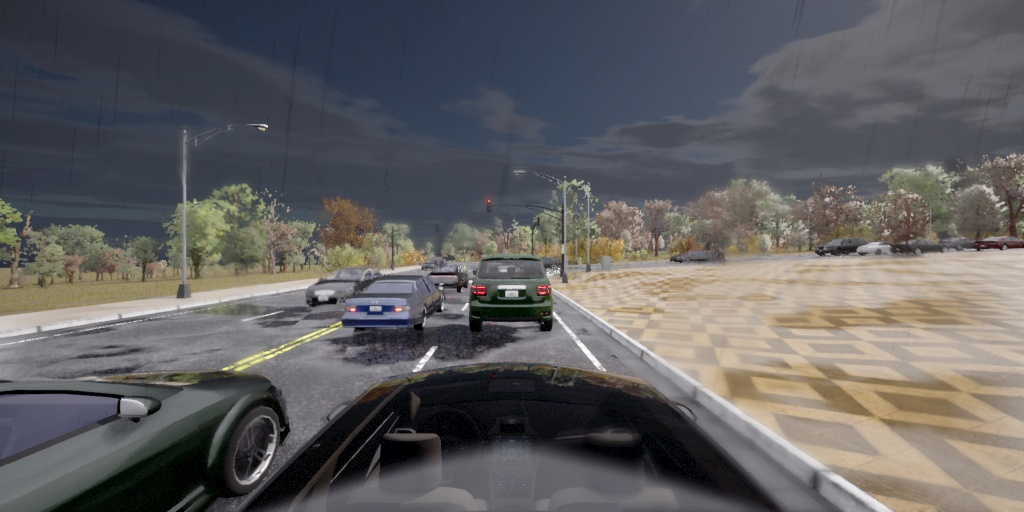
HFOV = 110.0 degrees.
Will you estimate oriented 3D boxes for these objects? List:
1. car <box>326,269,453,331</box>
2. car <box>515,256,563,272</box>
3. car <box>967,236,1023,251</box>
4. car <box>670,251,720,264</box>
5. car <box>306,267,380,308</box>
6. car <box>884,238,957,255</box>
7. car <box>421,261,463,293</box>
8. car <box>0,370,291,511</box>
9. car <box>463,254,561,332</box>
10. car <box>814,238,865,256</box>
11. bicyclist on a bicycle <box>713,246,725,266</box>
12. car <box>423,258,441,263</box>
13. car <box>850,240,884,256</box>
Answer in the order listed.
[{"bbox_3d":[-3.311,1.303,11.049,2.033,1.411,5.357,0,0,-1],"label":"car"},{"bbox_3d":[2.996,0.875,39.845,4.892,1.490,1.837,-2,-1,-11],"label":"car"},{"bbox_3d":[51.155,-1.315,37.393,5.008,1.535,1.882,-3,0,-7],"label":"car"},{"bbox_3d":[21.101,0.093,41.288,5.357,1.411,2.033,-3,0,-4],"label":"car"},{"bbox_3d":[-6.777,1.251,15.281,2.128,1.511,4.902,0,0,-1],"label":"car"},{"bbox_3d":[41.236,-0.878,36.259,5.008,1.535,1.882,-3,0,-5],"label":"car"},{"bbox_3d":[-3.624,1.257,20.795,2.128,1.511,4.902,0,0,0],"label":"car"},{"bbox_3d":[-3.173,1.314,1.827,1.994,1.385,4.181,0,0,0],"label":"car"},{"bbox_3d":[-0.063,0.977,11.047,2.150,2.045,5.566,0,0,-1],"label":"car"},{"bbox_3d":[39.243,-1.050,42.702,5.566,2.045,2.150,-2,0,-6],"label":"car"},{"bbox_3d":[17.399,0.004,30.152,0.582,1.620,1.656,-2,0,-3],"label":"bicyclist on a bicycle"},{"bbox_3d":[-12.545,1.406,54.776,1.994,1.385,4.181,0,0,-5],"label":"car"},{"bbox_3d":[40.574,-0.804,39.458,4.674,1.442,1.812,-3,0,-6],"label":"car"}]
